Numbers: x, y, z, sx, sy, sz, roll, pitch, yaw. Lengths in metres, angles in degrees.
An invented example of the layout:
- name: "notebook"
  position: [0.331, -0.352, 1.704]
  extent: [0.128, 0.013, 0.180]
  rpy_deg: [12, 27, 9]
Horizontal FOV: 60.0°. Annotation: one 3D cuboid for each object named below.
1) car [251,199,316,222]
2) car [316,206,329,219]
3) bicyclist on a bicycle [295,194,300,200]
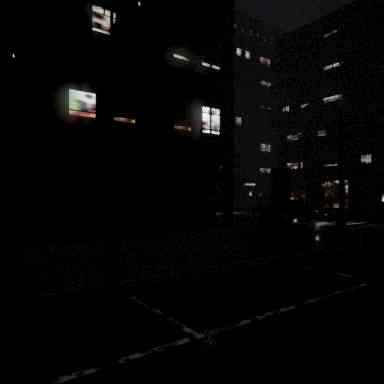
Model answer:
- name: "car"
  position: [6.254, 1.342, 24.195]
  extent: [2.008, 1.369, 4.403]
  rpy_deg: [1, 0, -36]
- name: "car"
  position: [8.271, 1.317, 25.839]
  extent: [1.812, 1.442, 4.674]
  rpy_deg: [0, 1, -37]
- name: "bicyclist on a bicycle"
  position: [11.503, 1.011, 36.215]
  extent: [1.656, 1.620, 0.582]
  rpy_deg: [0, 1, -36]
